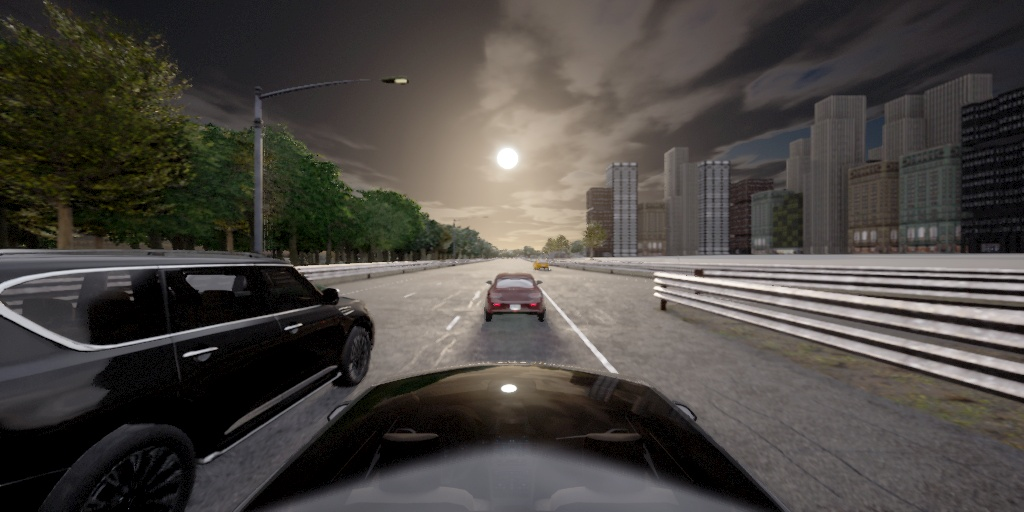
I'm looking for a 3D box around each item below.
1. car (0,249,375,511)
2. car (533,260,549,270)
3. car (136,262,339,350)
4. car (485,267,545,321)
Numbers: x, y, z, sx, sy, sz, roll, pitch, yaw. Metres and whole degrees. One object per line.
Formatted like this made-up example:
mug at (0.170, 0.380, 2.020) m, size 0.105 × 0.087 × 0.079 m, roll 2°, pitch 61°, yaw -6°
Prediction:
car at (-3.402, 0.972, 3.769) m, size 2.150 × 2.045 × 5.566 m, roll 0°, pitch 0°, yaw 0°
car at (4.445, 1.338, 55.956) m, size 1.882 × 1.535 × 5.008 m, roll 0°, pitch 0°, yaw -5°
car at (-6.904, 1.101, 9.849) m, size 2.097 × 1.767 × 4.553 m, roll 0°, pitch 0°, yaw 0°
car at (0.085, 1.274, 12.394) m, size 1.812 × 1.442 × 4.674 m, roll 0°, pitch 0°, yaw 0°
